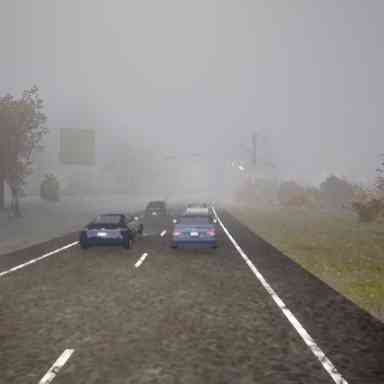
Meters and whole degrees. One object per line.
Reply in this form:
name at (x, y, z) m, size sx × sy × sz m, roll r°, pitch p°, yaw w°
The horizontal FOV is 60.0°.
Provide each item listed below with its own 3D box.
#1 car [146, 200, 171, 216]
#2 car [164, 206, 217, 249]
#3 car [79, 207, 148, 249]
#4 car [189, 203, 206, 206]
car at (-3.007, 1.522, 29.656) m, size 1.837 × 1.490 × 4.892 m, roll 0°, pitch 0°, yaw 2°
car at (0.123, 1.566, 14.574) m, size 2.033 × 1.411 × 5.357 m, roll 0°, pitch 0°, yaw 1°
car at (-3.377, 1.575, 14.631) m, size 1.994 × 1.385 × 4.181 m, roll 0°, pitch 0°, yaw 1°
car at (0.491, 1.621, 29.571) m, size 1.895 × 1.301 × 4.718 m, roll 0°, pitch 0°, yaw 2°
